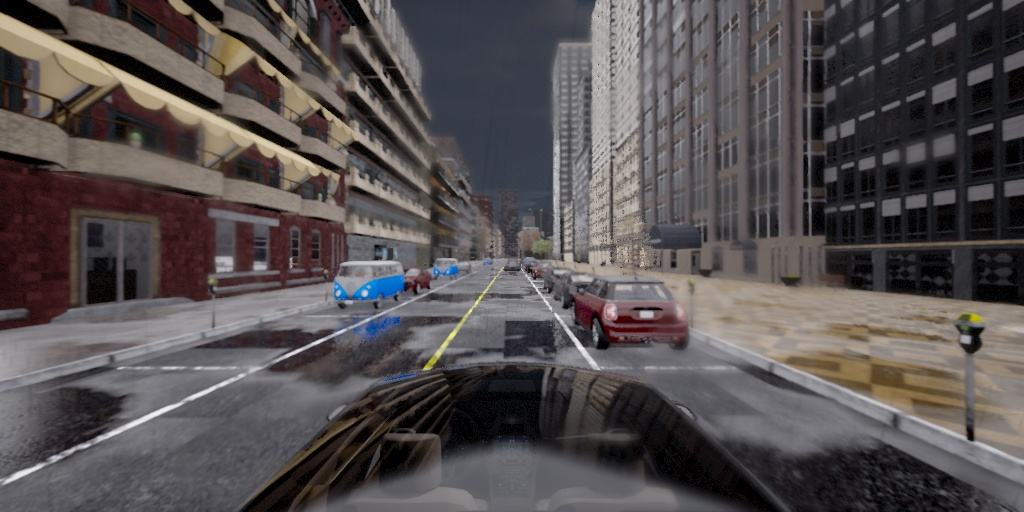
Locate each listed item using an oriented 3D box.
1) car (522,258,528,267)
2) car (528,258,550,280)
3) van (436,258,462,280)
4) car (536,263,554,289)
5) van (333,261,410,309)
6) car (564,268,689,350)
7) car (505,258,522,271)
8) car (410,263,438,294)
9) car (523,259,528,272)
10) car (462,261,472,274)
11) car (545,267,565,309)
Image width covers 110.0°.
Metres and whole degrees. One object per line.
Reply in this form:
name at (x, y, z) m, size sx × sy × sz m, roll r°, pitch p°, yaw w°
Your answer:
car at (2.673, 1.317, 47.761) m, size 1.888 × 1.381 × 4.507 m, roll 0°, pitch 0°, yaw 0°
car at (2.679, 1.198, 31.192) m, size 1.967 × 1.591 × 4.097 m, roll 0°, pitch 0°, yaw 0°
van at (-5.702, 1.099, 31.189) m, size 1.690 × 1.789 × 3.998 m, roll 0°, pitch 0°, yaw 0°
car at (2.684, 1.305, 20.148) m, size 2.007 × 1.370 × 4.403 m, roll 0°, pitch 0°, yaw 0°
van at (-5.695, 1.093, 14.622) m, size 1.690 × 1.789 × 3.998 m, roll 0°, pitch 0°, yaw 0°
car at (2.688, 1.191, 9.101) m, size 1.967 × 1.591 × 4.097 m, roll 0°, pitch 0°, yaw 0°
car at (0.079, 1.338, 49.984) m, size 1.994 × 1.385 × 4.181 m, roll 0°, pitch 0°, yaw 0°
car at (-5.697, 1.299, 20.145) m, size 1.888 × 1.381 × 4.507 m, roll 0°, pitch 0°, yaw 0°
car at (2.675, 1.332, 42.238) m, size 1.948 × 1.339 × 4.313 m, roll 0°, pitch 0°, yaw 0°
car at (-5.706, 1.316, 42.235) m, size 2.007 × 1.370 × 4.403 m, roll 0°, pitch 0°, yaw 0°
car at (2.686, 1.303, 14.624) m, size 2.007 × 1.370 × 4.403 m, roll 0°, pitch 0°, yaw 0°
